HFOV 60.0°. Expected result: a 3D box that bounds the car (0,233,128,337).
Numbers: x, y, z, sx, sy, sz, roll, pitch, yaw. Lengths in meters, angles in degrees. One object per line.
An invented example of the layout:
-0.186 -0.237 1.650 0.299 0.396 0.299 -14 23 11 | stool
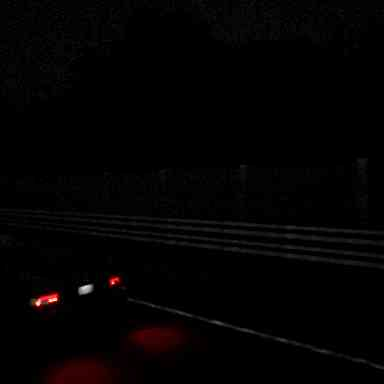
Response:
-3.661 1.549 6.606 5.357 1.411 2.033 0 0 36 | car
